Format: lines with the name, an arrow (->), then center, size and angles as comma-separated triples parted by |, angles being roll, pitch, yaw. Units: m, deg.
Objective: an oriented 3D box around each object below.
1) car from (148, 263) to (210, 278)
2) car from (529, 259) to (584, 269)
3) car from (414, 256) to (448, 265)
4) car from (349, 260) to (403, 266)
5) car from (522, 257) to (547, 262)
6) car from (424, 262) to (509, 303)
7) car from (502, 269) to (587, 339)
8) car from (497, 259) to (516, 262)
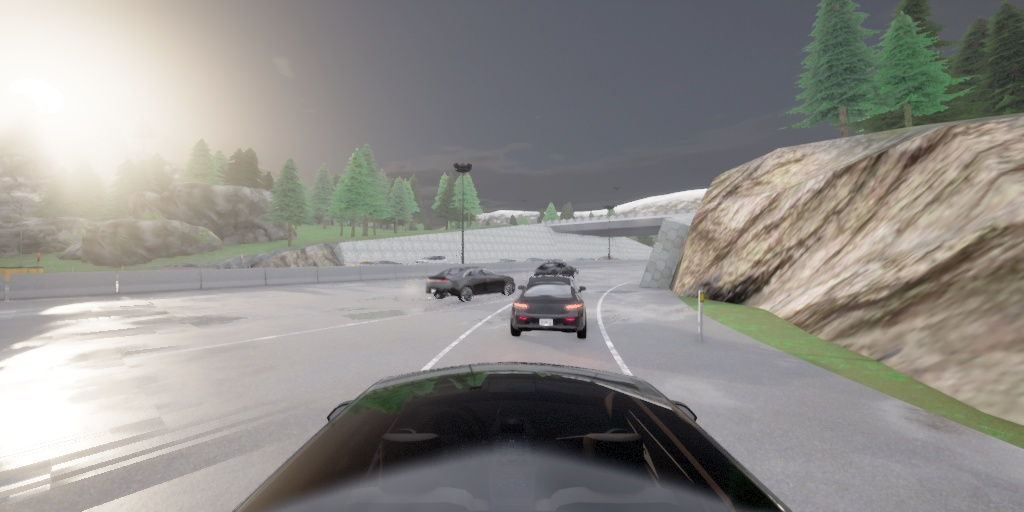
car -> -29.917, 1.312, 32.296 | 1.994, 1.385, 4.181 | 0, 0, 38
car -> 3.762, 1.255, 29.710 | 1.837, 1.490, 4.892 | 0, 0, 38
car -> -12.338, 0.970, 54.980 | 2.150, 2.045, 5.566 | 0, 0, 38
car -> -13.428, 1.226, 36.427 | 1.882, 1.535, 5.008 | 0, 0, 38
car -> 3.151, 1.099, 57.778 | 2.097, 1.767, 4.553 | 0, 0, 38
car -> -1.790, 1.242, 16.838 | 2.128, 1.511, 4.902 | 0, 0, 38
car -> 1.091, 1.275, 10.071 | 1.812, 1.442, 4.674 | 0, 0, 9
car -> -1.256, 1.238, 57.814 | 2.128, 1.511, 4.902 | 0, 0, 38
